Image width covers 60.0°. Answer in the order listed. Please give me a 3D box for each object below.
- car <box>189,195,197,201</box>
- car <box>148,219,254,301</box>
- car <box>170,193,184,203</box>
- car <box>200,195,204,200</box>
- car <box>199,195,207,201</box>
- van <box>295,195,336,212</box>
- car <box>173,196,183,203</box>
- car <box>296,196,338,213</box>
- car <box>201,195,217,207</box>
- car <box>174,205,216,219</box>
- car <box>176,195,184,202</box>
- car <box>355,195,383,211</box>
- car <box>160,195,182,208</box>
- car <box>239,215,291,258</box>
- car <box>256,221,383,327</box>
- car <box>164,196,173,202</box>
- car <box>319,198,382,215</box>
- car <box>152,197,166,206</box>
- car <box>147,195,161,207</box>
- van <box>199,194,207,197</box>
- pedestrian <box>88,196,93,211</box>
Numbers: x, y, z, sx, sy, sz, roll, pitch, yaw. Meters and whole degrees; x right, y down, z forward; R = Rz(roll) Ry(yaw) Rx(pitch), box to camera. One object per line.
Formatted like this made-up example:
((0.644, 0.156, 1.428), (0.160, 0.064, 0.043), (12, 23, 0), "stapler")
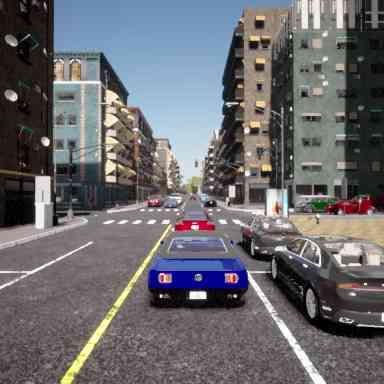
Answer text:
((0.208, 1.561, 90.120), (1.812, 1.442, 4.674), (0, 0, 0), "car")
((0.119, 1.603, 8.311), (1.895, 1.301, 4.718), (0, 0, 0), "car")
((-2.942, 1.244, 58.673), (2.150, 2.045, 5.566), (0, 0, 1), "car")
((2.831, 1.603, 56.259), (1.802, 1.307, 4.206), (1, 0, 0), "car")
((2.909, 1.581, 89.686), (1.887, 1.381, 4.507), (1, 0, 0), "car")
((13.850, 1.296, 37.483), (3.998, 1.788, 1.690), (0, 0, 1), "van")
((-2.850, 1.591, 68.615), (1.994, 1.385, 4.181), (0, 0, 0), "car")
((13.415, 1.272, 34.904), (4.553, 1.767, 2.097), (0, -1, 1), "car")
((2.818, 1.585, 50.688), (1.947, 1.339, 4.313), (1, 0, 0), "car")
((0.135, 1.569, 17.174), (1.994, 1.385, 4.181), (0, 0, 0), "car")
((-2.817, 1.532, 79.024), (1.837, 1.490, 4.892), (0, 0, 0), "car")
((19.377, 1.228, 37.431), (5.009, 1.841, 2.192), (0, 0, 1), "car")
((-2.990, 1.565, 48.672), (2.033, 1.411, 5.357), (0, 0, 1), "car")
((2.859, 1.555, 12.495), (2.008, 1.369, 4.403), (1, 0, 0), "car")
((2.846, 1.553, 6.925), (2.008, 1.369, 4.403), (1, 0, 0), "car")
((-5.497, 1.597, 78.603), (1.947, 1.339, 4.313), (1, 0, 0), "car")
((13.770, 1.413, 29.101), (4.206, 1.307, 1.802), (0, 0, 1), "car")
((-5.549, 1.566, 56.319), (1.887, 1.381, 4.507), (1, 0, 0), "car")
((-5.558, 1.334, 50.748), (2.192, 1.841, 5.009), (1, 0, 0), "car")
((2.885, 1.373, 78.545), (1.690, 1.788, 3.998), (1, 0, 0), "van")
((-12.435, 1.347, 40.688), (0.375, 1.860, 0.375), (0, 0, 1), "pedestrian")
